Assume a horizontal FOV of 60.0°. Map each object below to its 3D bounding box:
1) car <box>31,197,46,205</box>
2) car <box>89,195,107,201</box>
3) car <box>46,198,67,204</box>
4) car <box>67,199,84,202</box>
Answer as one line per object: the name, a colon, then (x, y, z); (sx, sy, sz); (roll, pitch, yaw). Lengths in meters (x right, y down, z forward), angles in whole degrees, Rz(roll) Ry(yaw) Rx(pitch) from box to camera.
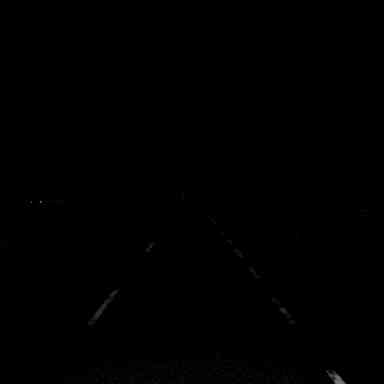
car: (-28.012, 1.768, 61.690); (2.097, 1.767, 4.553); (0, -1, 0)
car: (-17.528, 1.639, 62.067); (2.150, 2.045, 5.566); (0, 0, 1)
car: (-24.520, 1.892, 61.660); (1.882, 1.535, 5.008); (0, 0, 0)
car: (-21.031, 1.977, 61.707); (1.994, 1.385, 4.181); (0, 0, 1)
